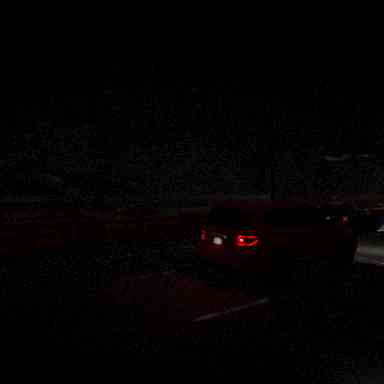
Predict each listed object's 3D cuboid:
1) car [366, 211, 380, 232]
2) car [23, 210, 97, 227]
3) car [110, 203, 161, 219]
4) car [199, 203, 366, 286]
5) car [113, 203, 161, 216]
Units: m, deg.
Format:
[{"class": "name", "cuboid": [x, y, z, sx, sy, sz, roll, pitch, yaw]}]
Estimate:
[{"class": "car", "cuboid": [9.435, 1.542, 20.016, 4.553, 1.767, 2.097, 0, -1, -39]}, {"class": "car", "cuboid": [-9.255, 1.960, 23.318, 4.718, 1.301, 1.895, 0, -1, -38]}, {"class": "car", "cuboid": [-5.847, 1.959, 34.961, 5.008, 1.535, 1.882, 1, -1, -39]}, {"class": "car", "cuboid": [2.774, 1.335, 10.086, 5.566, 2.045, 2.150, 0, 0, -38]}, {"class": "car", "cuboid": [-4.965, 1.992, 31.180, 4.181, 1.385, 1.994, 0, -1, -39]}]
